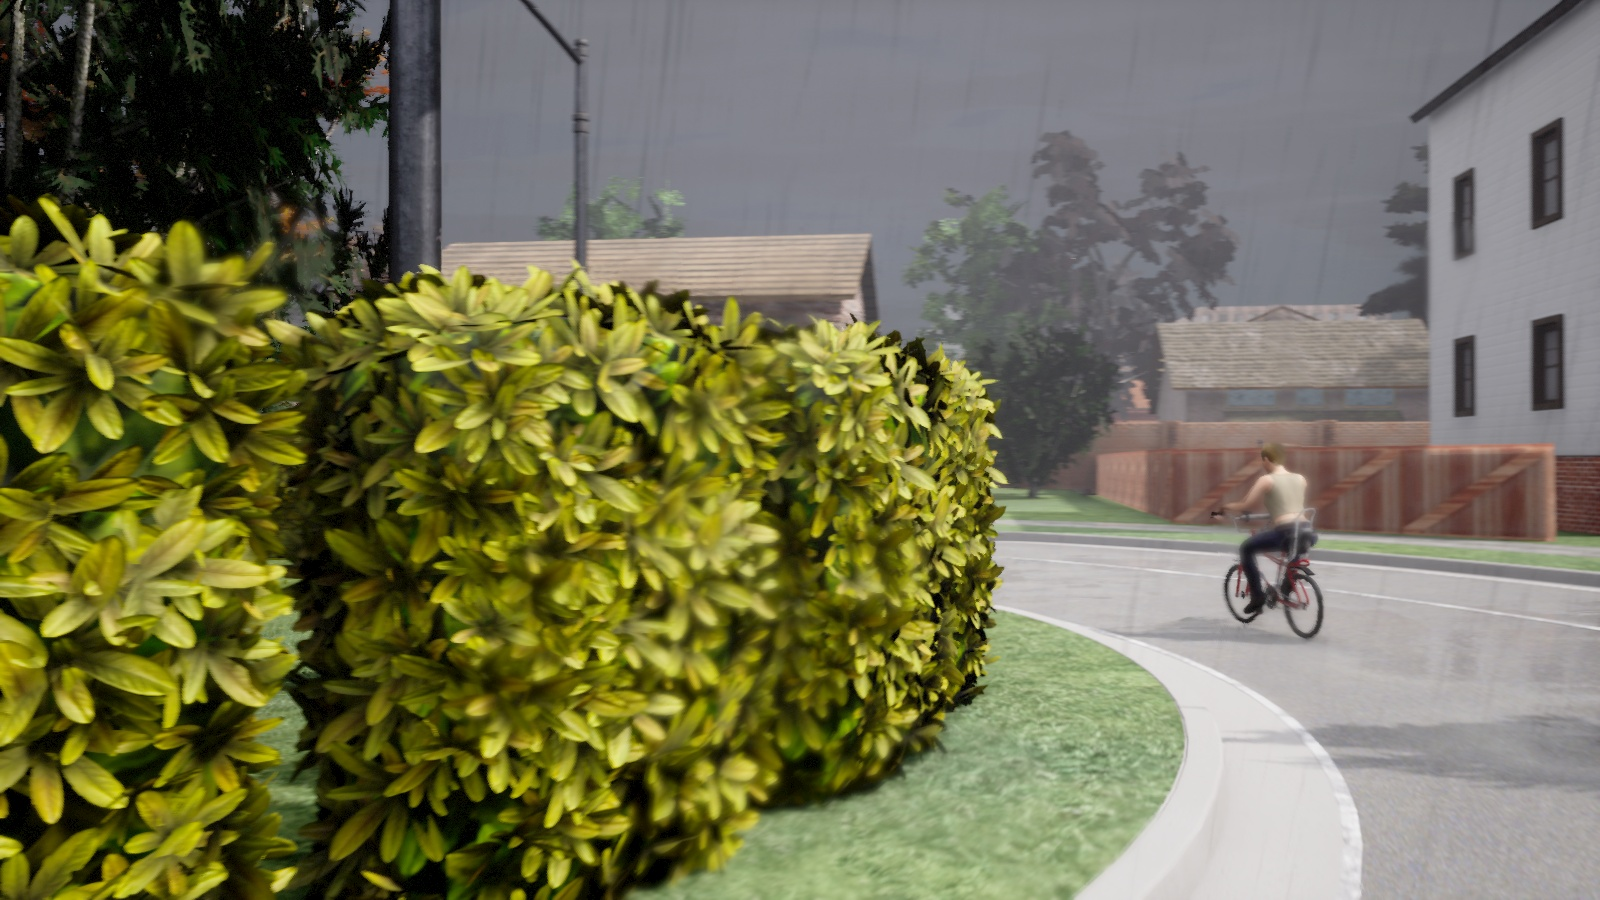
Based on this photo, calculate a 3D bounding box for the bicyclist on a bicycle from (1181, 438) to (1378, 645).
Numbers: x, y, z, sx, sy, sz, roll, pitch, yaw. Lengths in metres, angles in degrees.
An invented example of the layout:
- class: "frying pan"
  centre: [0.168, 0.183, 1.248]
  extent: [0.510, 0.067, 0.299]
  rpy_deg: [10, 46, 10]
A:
- class: "bicyclist on a bicycle"
  centre: [4.038, 0.725, 10.712]
  extent: [0.866, 1.612, 1.509]
  rpy_deg: [-2, 0, -10]
